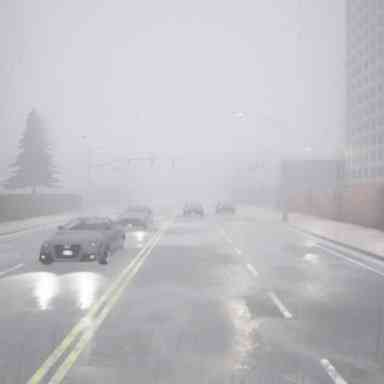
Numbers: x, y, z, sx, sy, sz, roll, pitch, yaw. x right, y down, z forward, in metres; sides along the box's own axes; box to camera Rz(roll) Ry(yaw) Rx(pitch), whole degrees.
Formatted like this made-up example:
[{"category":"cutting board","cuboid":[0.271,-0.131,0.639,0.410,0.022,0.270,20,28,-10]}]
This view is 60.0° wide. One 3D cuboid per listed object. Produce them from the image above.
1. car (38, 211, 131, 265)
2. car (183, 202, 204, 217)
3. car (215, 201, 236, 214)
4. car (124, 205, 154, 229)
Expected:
[{"category":"car","cuboid":[-3.600,1.565,11.607,1.994,1.385,4.181,0,0,0]},{"category":"car","cuboid":[0.097,1.604,31.311,1.895,1.301,4.718,0,0,0]},{"category":"car","cuboid":[3.496,1.604,35.837,1.895,1.301,4.718,0,0,0]},{"category":"car","cuboid":[-3.599,1.550,21.907,2.033,1.411,5.357,0,0,-1]}]
